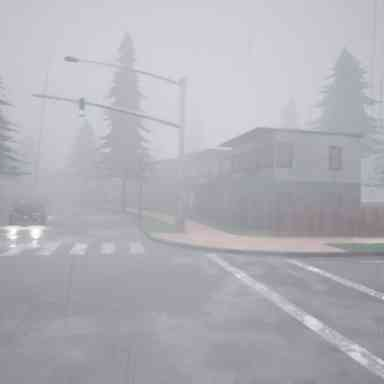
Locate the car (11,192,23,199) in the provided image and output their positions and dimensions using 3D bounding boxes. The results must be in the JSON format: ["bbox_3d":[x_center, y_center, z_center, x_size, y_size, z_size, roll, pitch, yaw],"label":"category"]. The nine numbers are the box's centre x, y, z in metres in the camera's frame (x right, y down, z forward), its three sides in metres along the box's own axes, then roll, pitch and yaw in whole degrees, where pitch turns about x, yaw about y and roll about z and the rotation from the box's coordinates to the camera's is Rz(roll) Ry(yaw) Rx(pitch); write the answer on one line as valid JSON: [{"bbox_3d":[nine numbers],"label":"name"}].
[{"bbox_3d":[-19.269,1.049,38.661,1.882,1.535,5.008,1,0,-36],"label":"car"}]

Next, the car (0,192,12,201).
[{"bbox_3d":[-29.491,0.703,54.265,4.553,1.767,2.097,1,0,32],"label":"car"}]

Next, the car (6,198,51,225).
[{"bbox_3d":[-10.510,1.317,21.705,1.994,1.385,4.181,1,0,-19],"label":"car"}]

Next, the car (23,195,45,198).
[{"bbox_3d":[-13.927,1.190,29.897,1.837,1.490,4.892,1,0,-28],"label":"car"}]
